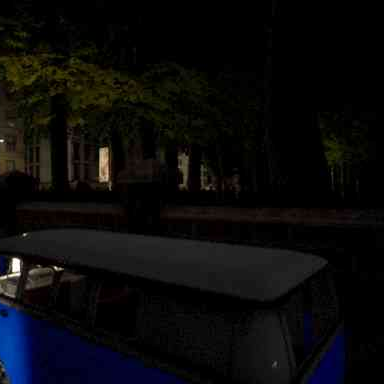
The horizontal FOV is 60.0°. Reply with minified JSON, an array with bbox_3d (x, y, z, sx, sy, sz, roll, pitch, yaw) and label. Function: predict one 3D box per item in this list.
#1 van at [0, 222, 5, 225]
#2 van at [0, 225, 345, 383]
[{"bbox_3d":[-5.213,1.355,6.602,3.998,1.788,1.690,0,0,36],"label":"van"},{"bbox_3d":[-0.619,1.345,3.300,3.998,1.788,1.690,0,0,36],"label":"van"}]
